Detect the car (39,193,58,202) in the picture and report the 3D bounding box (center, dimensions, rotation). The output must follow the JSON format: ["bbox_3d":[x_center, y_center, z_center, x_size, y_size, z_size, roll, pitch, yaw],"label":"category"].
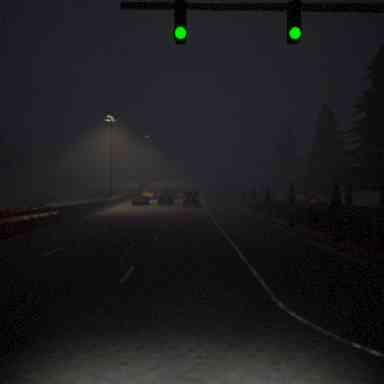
[{"bbox_3d":[-21.142,0.865,47.849,2.033,1.411,5.357,0,4,0],"label":"car"}]

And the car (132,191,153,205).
[{"bbox_3d":[-7.015,1.021,45.888,1.994,1.385,4.181,0,4,0],"label":"car"}]

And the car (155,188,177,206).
[{"bbox_3d":[-3.513,0.820,45.708,2.097,1.767,4.553,0,4,0],"label":"car"}]

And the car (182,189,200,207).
[{"bbox_3d":[-0.105,0.777,44.290,2.150,2.045,5.566,0,3,0],"label":"car"}]

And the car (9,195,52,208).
[{"bbox_3d":[-17.619,1.448,35.943,2.033,1.411,5.357,0,1,0],"label":"car"}]

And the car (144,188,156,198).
[{"bbox_3d":[-7.169,0.105,55.827,1.882,1.535,5.008,0,6,0],"label":"car"}]

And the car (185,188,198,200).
[{"bbox_3d":[-0.163,0.290,54.722,2.033,1.411,5.357,0,6,0],"label":"car"}]
